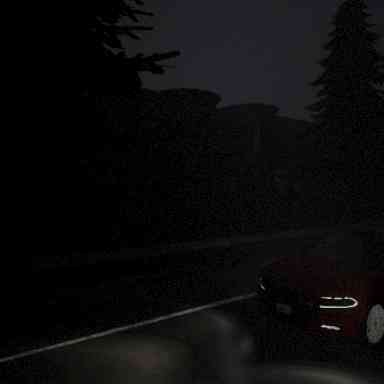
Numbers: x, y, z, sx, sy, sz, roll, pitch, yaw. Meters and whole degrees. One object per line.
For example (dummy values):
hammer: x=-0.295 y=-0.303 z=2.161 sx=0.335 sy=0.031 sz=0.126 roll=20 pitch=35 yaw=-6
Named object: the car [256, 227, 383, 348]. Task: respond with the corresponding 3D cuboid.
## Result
car: x=3.399 y=1.452 z=6.416 sx=5.008 sy=1.535 sz=1.882 roll=0 pitch=0 yaw=-35
